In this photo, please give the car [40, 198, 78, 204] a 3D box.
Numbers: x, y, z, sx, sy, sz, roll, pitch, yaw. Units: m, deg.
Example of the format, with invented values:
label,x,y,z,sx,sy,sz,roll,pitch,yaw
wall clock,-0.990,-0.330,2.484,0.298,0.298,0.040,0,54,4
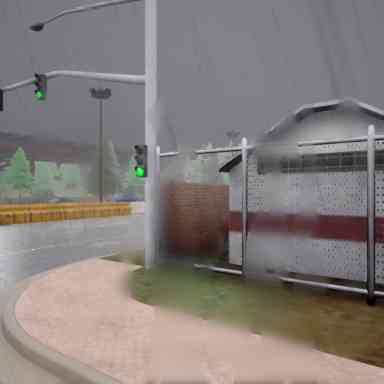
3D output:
label,x,y,z,sx,sy,sz,roll,pitch,yaw
car,-15.929,1.505,39.646,1.837,1.490,4.892,0,0,34
